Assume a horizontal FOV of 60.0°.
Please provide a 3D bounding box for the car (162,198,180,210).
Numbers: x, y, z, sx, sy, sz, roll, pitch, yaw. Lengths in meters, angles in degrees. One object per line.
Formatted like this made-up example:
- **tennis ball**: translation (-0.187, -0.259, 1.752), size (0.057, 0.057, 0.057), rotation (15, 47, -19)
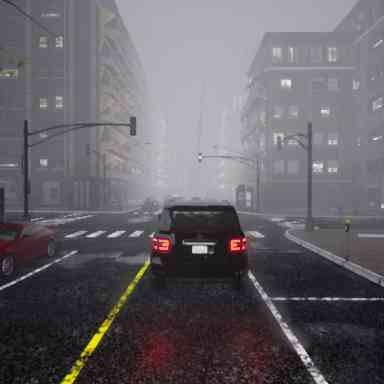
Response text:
- **car**: translation (-2.634, 1.561, 43.140), size (1.994, 1.385, 4.181), rotation (0, 0, 2)

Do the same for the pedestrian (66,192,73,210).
- **pedestrian**: translation (-12.367, 0.901, 33.584), size (0.375, 1.860, 0.375), rotation (0, -1, 0)

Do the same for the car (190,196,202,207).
- **car**: translation (0.640, 1.475, 51.785), size (1.882, 1.535, 5.008), rotation (0, 0, 1)

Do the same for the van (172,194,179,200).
- **van**: translation (-4.709, 1.338, 93.261), size (1.690, 1.788, 3.998), rotation (0, 0, 1)

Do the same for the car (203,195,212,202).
- **car**: translation (3.490, 1.438, 76.251), size (1.967, 1.590, 4.097), rotation (0, 0, 1)

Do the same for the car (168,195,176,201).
- **car**: translation (-4.831, 1.523, 81.814), size (1.752, 1.417, 4.829), rotation (0, 0, 1)

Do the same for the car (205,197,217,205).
- **car**: translation (3.309, 1.542, 59.335), size (1.887, 1.381, 4.507), rotation (0, 0, 1)

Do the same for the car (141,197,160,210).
- **car**: translation (-5.252, 1.437, 42.516), size (1.967, 1.590, 4.097), rotation (0, 0, 1)

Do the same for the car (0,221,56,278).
- **car**: translation (-5.598, 1.581, 10.107), size (1.802, 1.307, 4.206), rotation (0, 0, 1)

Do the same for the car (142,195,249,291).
- **car**: translation (0.180, 1.220, 9.184), size (2.150, 2.045, 5.566), rotation (0, 0, 1)

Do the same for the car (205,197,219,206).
- **car**: translation (3.249, 1.548, 53.697), size (2.008, 1.369, 4.403), rotation (0, 0, 1)

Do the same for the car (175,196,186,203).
- **car**: translation (-2.292, 1.561, 68.071), size (1.994, 1.385, 4.181), rotation (0, 0, 1)
